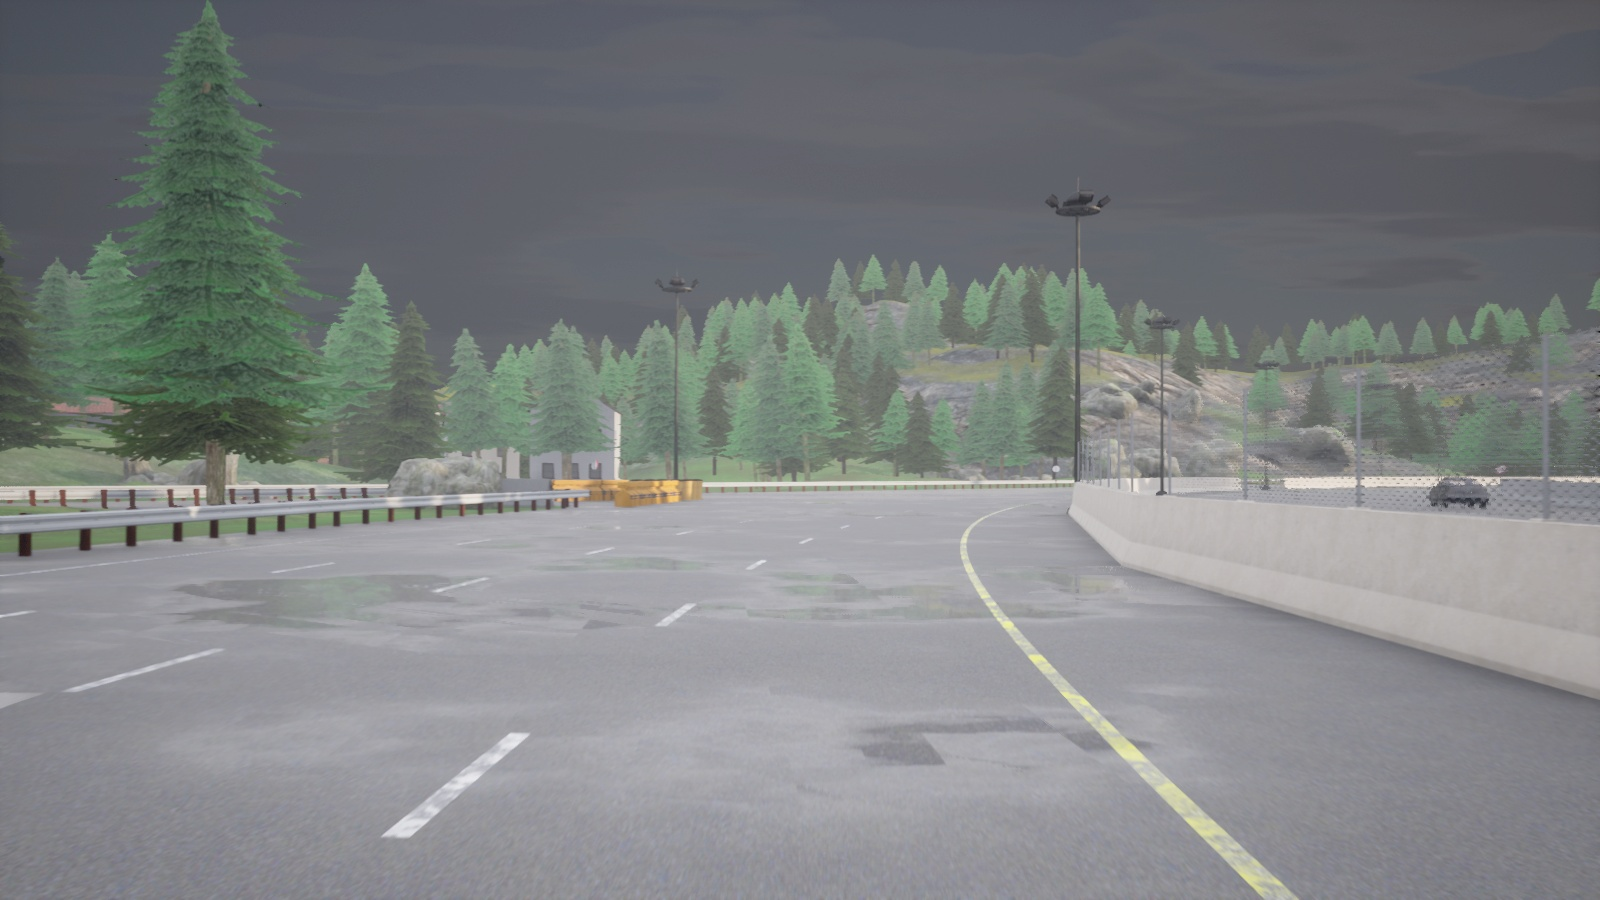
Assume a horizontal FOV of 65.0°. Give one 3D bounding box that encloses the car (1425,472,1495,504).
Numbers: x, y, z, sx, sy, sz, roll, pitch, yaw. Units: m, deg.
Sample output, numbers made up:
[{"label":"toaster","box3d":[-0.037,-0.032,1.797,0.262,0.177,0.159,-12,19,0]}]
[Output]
[{"label":"car","box3d":[30.331,1.717,57.889,2.033,1.411,5.357,-1,-1,19]}]
